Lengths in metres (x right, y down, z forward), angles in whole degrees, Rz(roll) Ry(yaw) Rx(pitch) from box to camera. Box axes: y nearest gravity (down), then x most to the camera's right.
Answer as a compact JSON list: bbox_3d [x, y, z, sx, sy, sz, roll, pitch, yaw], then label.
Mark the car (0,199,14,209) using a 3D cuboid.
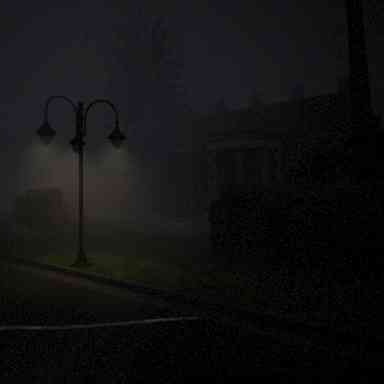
[{"bbox_3d":[-24.808,1.599,42.927,1.895,1.301,4.718,0,0,7],"label":"car"}]
